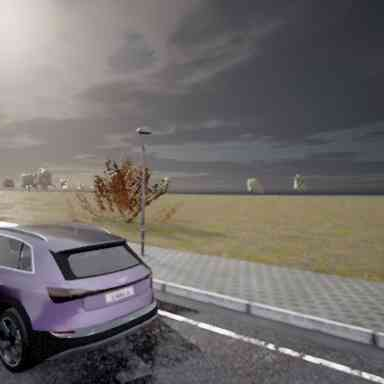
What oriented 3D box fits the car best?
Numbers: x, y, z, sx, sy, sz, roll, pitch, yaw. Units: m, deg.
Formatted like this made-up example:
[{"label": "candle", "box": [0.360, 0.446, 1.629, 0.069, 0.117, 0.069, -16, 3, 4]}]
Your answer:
[{"label": "car", "box": [-2.736, 1.314, 5.538, 4.856, 1.649, 2.033, 2, 1, 36]}]
